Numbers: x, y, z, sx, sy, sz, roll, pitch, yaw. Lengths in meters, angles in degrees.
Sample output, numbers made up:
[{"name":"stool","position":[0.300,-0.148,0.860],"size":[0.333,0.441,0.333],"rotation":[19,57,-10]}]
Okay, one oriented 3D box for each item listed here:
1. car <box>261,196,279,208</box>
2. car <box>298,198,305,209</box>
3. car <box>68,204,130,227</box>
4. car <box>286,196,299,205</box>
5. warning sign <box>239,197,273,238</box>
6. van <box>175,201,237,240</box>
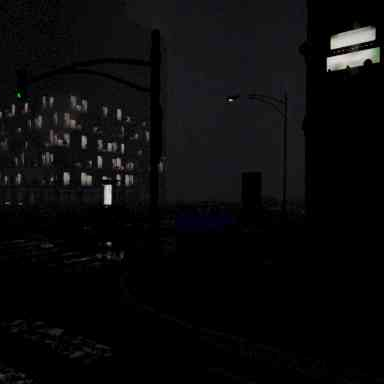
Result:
[{"name":"car","position":[10.035,1.293,44.420],"size":[1.967,1.590,4.097],"rotation":[1,1,35]},{"name":"car","position":[15.592,1.442,42.344],"size":[1.837,1.490,4.892],"rotation":[1,1,36]},{"name":"car","position":[-5.999,1.467,21.879],"size":[1.947,1.339,4.313],"rotation":[1,1,35]},{"name":"car","position":[16.349,1.364,53.300],"size":[1.752,1.417,4.829],"rotation":[1,1,35]},{"name":"warning sign","position":[3.115,1.177,16.125],"size":[1.300,1.860,1.060],"rotation":[1,1,35]},{"name":"van","position":[0.833,1.368,17.019],"size":[1.690,1.788,3.998],"rotation":[1,1,35]}]
